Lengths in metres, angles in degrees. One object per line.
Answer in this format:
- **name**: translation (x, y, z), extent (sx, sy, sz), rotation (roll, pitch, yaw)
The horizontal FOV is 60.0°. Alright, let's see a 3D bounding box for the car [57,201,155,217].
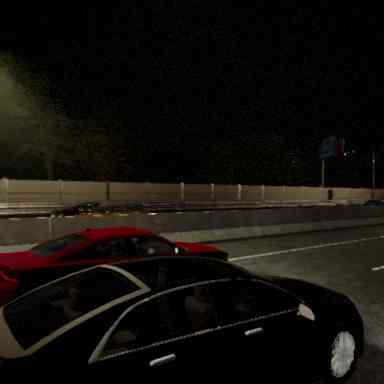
- **car**: translation (-4.520, 1.389, 17.962), extent (4.553, 1.767, 2.097), rotation (0, 0, -36)

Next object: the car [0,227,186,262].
- **car**: translation (-1.375, 1.493, 7.063), extent (5.008, 1.535, 1.882), rotation (0, 0, -35)

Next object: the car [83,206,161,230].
- **car**: translation (-4.622, 1.651, 22.189), extent (4.718, 1.301, 1.895), rotation (0, 0, -35)

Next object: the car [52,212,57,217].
- **car**: translation (-7.630, 1.548, 24.343), extent (4.892, 1.490, 1.837), rotation (0, 0, -35)

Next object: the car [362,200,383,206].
- **car**: translation (26.915, 1.855, 48.922), extent (4.674, 1.442, 1.812), rotation (1, 0, -35)

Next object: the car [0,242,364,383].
- **car**: translation (0.043, 1.516, 3.776), extent (4.892, 1.490, 1.837), rotation (0, 0, -35)
